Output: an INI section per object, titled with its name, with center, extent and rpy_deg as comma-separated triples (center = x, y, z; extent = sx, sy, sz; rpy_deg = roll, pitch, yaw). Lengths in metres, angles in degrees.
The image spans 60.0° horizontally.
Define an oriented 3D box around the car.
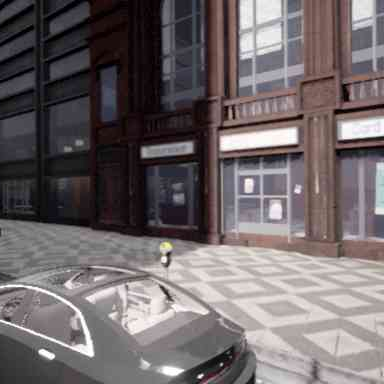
[car]
center = -1.449, 1.551, 3.890
extent = 4.403, 1.369, 2.008
rpy_deg = 0, -1, 36
